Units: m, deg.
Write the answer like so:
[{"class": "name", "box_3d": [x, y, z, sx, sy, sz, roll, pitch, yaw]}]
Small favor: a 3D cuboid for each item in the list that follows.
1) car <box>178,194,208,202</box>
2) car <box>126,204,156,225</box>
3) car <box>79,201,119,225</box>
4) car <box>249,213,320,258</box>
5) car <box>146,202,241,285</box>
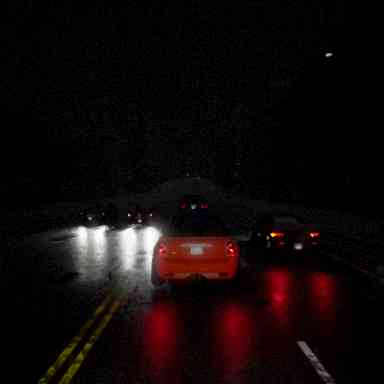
[{"class": "car", "box_3d": [0.086, 1.178, 26.091, 2.150, 2.045, 5.566, 0, 0, 0]}, {"class": "car", "box_3d": [-3.361, 1.563, 23.631, 1.895, 1.301, 4.718, 0, 0, 0]}, {"class": "car", "box_3d": [-6.611, 1.454, 24.032, 2.128, 1.511, 4.902, 0, 0, 0]}, {"class": "car", "box_3d": [3.350, 1.508, 12.650, 1.812, 1.442, 4.674, 0, 0, 1]}, {"class": "car", "box_3d": [0.094, 1.339, 9.609, 2.097, 1.767, 4.553, 0, 0, 0]}]
